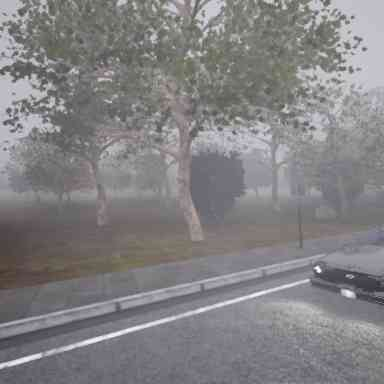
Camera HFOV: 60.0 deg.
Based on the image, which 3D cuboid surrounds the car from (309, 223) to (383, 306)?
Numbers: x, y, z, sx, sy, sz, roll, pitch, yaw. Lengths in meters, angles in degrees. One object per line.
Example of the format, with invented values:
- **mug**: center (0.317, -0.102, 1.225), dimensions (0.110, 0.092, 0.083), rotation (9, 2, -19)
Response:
- **car**: center (4.975, 1.395, 7.534), dimensions (5.357, 1.411, 2.033), rotation (-1, 1, -35)
